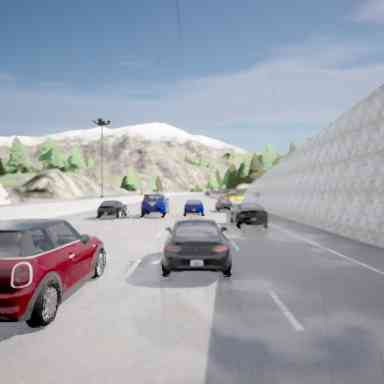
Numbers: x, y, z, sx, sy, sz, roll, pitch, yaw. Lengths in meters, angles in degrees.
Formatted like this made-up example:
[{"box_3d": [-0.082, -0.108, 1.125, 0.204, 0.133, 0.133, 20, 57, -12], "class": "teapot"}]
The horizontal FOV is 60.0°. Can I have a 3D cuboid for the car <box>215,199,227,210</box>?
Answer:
[{"box_3d": [3.704, 1.485, 38.622, 2.033, 1.411, 5.357, 0, 0, 0], "class": "car"}]

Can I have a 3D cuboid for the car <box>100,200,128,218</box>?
[{"box_3d": [-6.824, 1.440, 28.825, 1.837, 1.490, 4.892, 0, 0, 0], "class": "car"}]

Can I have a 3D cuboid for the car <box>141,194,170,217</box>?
[{"box_3d": [-3.319, 1.160, 30.472, 2.150, 2.045, 5.566, 0, 0, 0], "class": "car"}]

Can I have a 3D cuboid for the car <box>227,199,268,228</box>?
[{"box_3d": [3.657, 1.445, 21.916, 1.882, 1.535, 5.008, 0, 0, 0], "class": "car"}]

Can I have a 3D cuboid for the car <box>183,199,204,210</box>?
[{"box_3d": [0.186, 1.420, 32.232, 1.882, 1.535, 5.008, 0, 0, 0], "class": "car"}]

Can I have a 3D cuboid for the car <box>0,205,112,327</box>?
[{"box_3d": [-3.385, 1.332, 7.158, 2.097, 1.767, 4.553, 0, 0, 0], "class": "car"}]

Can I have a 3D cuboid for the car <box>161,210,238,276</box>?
[{"box_3d": [0.123, 1.508, 10.148, 1.812, 1.442, 4.674, 0, 0, 0], "class": "car"}]
